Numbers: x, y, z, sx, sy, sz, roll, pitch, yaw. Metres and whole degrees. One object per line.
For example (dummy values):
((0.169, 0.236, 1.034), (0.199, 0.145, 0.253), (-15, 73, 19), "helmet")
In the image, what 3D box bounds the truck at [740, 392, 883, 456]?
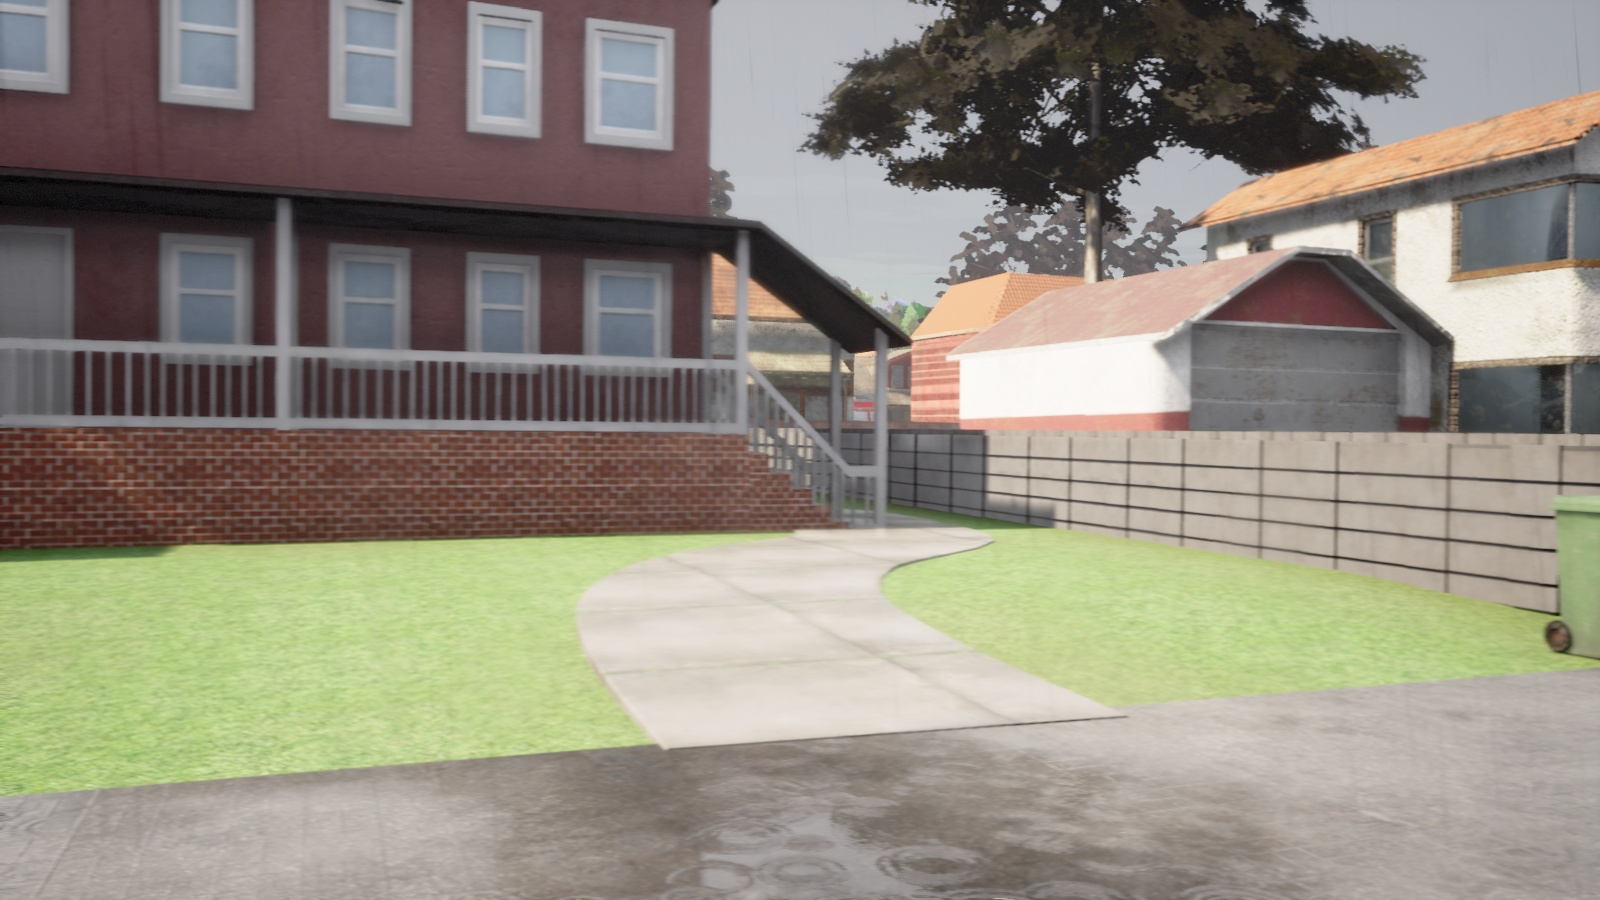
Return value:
((0.760, -1.658, 78.879), (8.468, 3.827, 2.891), (-1, 1, -21), "truck")
